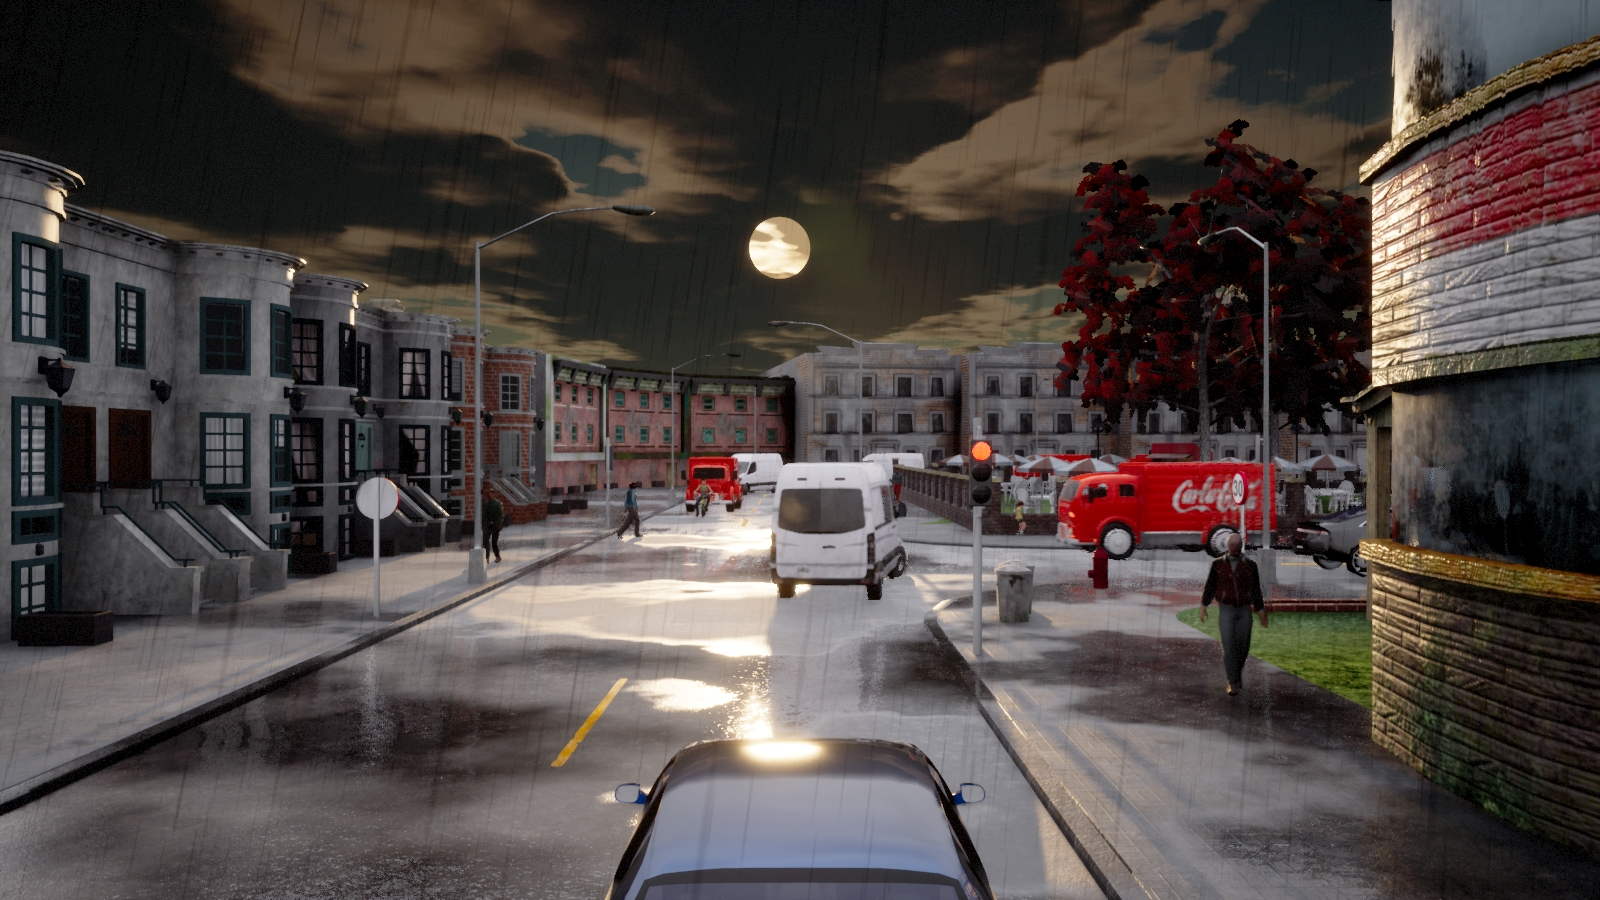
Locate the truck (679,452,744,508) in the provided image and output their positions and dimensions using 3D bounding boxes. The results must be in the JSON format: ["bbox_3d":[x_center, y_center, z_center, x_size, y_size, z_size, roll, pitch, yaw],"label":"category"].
[{"bbox_3d":[-4.030,1.328,52.854,2.627,2.467,5.204,0,0,0],"label":"truck"}]

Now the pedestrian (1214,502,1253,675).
[{"bbox_3d":[4.806,1.520,12.685,0.375,1.860,0.375,0,0,16],"label":"pedestrian"}]

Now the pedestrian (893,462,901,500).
[{"bbox_3d":[4.717,1.504,55.599,0.375,1.860,0.375,0,0,-1],"label":"pedestrian"}]

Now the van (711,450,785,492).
[{"bbox_3d":[-3.214,1.289,72.299,1.988,2.561,5.915,0,0,28],"label":"van"}]

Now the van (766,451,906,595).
[{"bbox_3d":[0.900,1.305,23.353,1.988,2.561,5.915,-1,0,10],"label":"van"}]

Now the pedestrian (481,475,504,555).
[{"bbox_3d":[-7.195,1.516,26.728,0.375,1.860,0.375,0,0,14],"label":"pedestrian"}]

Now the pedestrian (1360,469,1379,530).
[{"bbox_3d":[17.415,1.503,34.923,0.375,1.860,0.375,0,0,-8],"label":"pedestrian"}]

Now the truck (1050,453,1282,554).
[{"bbox_3d":[9.445,1.330,29.874,5.204,2.467,2.627,0,0,-2],"label":"truck"}]

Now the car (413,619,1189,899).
[{"bbox_3d":[-0.001,1.884,5.268,2.033,1.411,5.357,0,0,0],"label":"car"}]

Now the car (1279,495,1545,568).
[{"bbox_3d":[13.778,1.817,25.951,4.902,1.511,2.128,0,0,-1],"label":"car"}]

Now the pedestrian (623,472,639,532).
[{"bbox_3d":[-5.259,1.615,35.536,0.375,1.860,0.375,0,0,-30],"label":"pedestrian"}]

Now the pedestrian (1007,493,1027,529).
[{"bbox_3d":[6.707,1.883,35.269,0.500,1.100,0.500,0,0,-3],"label":"pedestrian"}]
